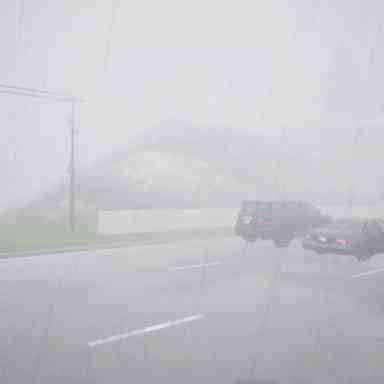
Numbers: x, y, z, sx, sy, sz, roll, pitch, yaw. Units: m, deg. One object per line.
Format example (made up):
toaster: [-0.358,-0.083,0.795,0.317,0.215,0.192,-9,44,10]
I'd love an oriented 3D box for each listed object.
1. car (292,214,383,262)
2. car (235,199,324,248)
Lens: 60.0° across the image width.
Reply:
car: [6.517,1.688,12.804,5.357,1.411,2.033,1,0,-35]
car: [4.536,1.366,15.689,5.566,2.045,2.150,0,0,-35]
